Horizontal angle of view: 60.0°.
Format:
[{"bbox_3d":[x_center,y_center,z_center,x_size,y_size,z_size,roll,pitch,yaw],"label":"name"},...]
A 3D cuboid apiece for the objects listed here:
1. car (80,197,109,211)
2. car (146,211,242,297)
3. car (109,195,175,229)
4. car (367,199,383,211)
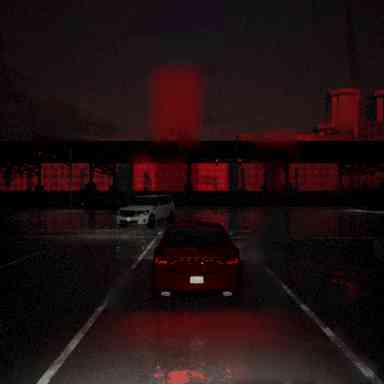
[{"bbox_3d":[-10.774,1.352,39.329,4.553,1.767,2.097,0,0,2],"label":"car"},{"bbox_3d":[0.095,1.478,8.637,1.882,1.535,5.008,0,0,0],"label":"car"},{"bbox_3d":[-2.850,1.206,21.726,2.150,2.045,5.566,-1,0,17],"label":"car"},{"bbox_3d":[22.727,1.403,38.427,4.674,1.442,1.812,-1,0,1],"label":"car"}]
